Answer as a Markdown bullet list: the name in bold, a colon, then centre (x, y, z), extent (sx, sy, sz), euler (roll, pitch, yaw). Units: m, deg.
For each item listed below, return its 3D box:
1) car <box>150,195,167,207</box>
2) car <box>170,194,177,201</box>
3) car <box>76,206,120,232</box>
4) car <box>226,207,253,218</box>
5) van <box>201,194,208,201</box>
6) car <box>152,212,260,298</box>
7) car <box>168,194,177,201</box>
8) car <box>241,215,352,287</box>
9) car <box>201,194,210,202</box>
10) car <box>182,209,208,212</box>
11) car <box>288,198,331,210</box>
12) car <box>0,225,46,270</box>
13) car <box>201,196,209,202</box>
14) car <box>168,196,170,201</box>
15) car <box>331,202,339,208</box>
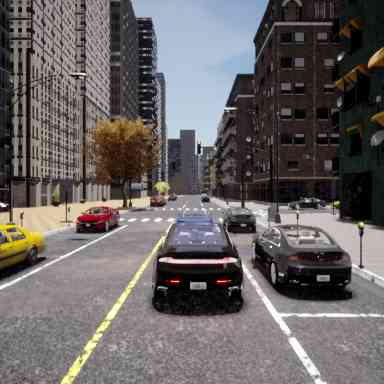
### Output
- **car**: centre (-5.432, 1.349, 52.567), extent (2.192, 1.841, 5.009), euler (0, 0, 0)
- **car**: centre (-5.266, 1.650, 85.704), extent (1.947, 1.339, 4.313), euler (0, 0, 0)
- **car**: centre (-5.593, 1.549, 20.179), extent (1.887, 1.381, 4.507), euler (0, 0, 0)
- **car**: centre (2.787, 1.555, 20.137), extent (2.008, 1.369, 4.403), euler (0, 0, 0)
- **van**: centre (3.114, 1.425, 85.662), extent (1.690, 1.788, 3.998), euler (0, 0, 0)
- **car**: centre (0.130, 1.492, 8.473), extent (2.128, 1.511, 4.902), euler (0, 0, 0)
- **car**: centre (-5.239, 1.410, 91.226), extent (2.192, 1.841, 5.009), euler (0, 0, 0)
- **car**: centre (2.732, 1.552, 9.071), extent (2.008, 1.369, 4.403), euler (0, 0, 0)
- **car**: centre (3.059, 1.630, 74.615), extent (1.947, 1.339, 4.313), euler (0, 0, 0)
- **car**: centre (0.167, 1.605, 18.591), extent (1.895, 1.301, 4.718), euler (0, 0, 1)
- **car**: centre (13.620, 1.359, 39.489), extent (4.403, 1.369, 2.008), euler (-1, 1, 0)
- **car**: centre (-5.649, 1.526, 8.943), extent (1.752, 1.417, 4.829), euler (0, 0, 0)
- **car**: centre (3.088, 1.599, 80.308), extent (1.752, 1.417, 4.829), euler (0, 0, 0)
- **car**: centre (-5.404, 1.607, 58.089), extent (1.947, 1.339, 4.313), euler (0, 0, 0)
- **car**: centre (19.017, 1.259, 39.516), extent (4.829, 1.417, 1.752), euler (-1, 1, 0)
